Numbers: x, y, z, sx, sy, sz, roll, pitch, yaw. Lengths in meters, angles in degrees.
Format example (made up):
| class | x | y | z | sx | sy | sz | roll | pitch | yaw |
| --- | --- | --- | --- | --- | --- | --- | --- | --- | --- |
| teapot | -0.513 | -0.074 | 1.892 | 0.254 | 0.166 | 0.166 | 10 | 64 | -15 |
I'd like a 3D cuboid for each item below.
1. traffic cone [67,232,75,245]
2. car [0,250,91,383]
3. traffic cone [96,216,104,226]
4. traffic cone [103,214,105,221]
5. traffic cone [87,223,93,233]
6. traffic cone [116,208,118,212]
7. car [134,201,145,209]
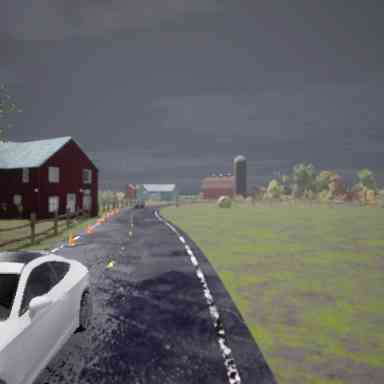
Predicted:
| class | x | y | z | sx | sy | sz | roll | pitch | yaw |
| --- | --- | --- | --- | --- | --- | --- | --- | --- | --- |
| traffic cone | -5.548 | 2.122 | 15.236 | 0.340 | 0.580 | 0.340 | 0 | -1 | -7 |
| car | -2.604 | 1.573 | 4.206 | 1.812 | 1.442 | 4.674 | 0 | -1 | -2 |
| traffic cone | -6.990 | 2.230 | 24.961 | 0.340 | 0.580 | 0.340 | 0 | -1 | -10 |
| traffic cone | -7.949 | 2.285 | 29.839 | 0.340 | 0.580 | 0.340 | 0 | -1 | -11 |
| traffic cone | -6.188 | 2.176 | 20.111 | 0.340 | 0.580 | 0.340 | 0 | -1 | -8 |
| traffic cone | -10.092 | 2.455 | 44.935 | 0.340 | 0.580 | 0.340 | 0 | -1 | -5 |
| car | -9.194 | 2.199 | 58.272 | 2.033 | 1.411 | 5.357 | 0 | -1 | -9 |
